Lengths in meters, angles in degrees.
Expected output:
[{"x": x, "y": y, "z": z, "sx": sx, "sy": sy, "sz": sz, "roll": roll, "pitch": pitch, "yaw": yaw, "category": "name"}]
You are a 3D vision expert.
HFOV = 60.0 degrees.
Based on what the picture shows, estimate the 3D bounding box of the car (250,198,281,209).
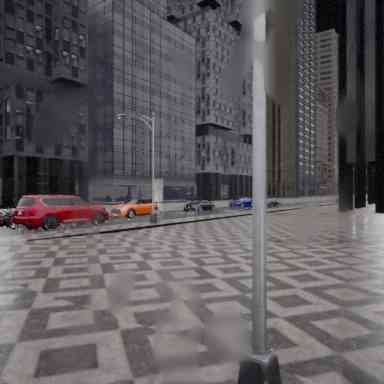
[{"x": 10.305, "y": 1.493, "z": 44.938, "sx": 2.033, "sy": 1.411, "sz": 5.357, "roll": 0, "pitch": 0, "yaw": 36, "category": "car"}]

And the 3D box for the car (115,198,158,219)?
[{"x": -5.033, "y": 1.327, "z": 29.389, "sx": 2.097, "sy": 1.767, "sz": 4.553, "roll": 0, "pitch": 0, "yaw": 36, "category": "car"}]

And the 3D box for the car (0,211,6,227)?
[{"x": -10.523, "y": 1.466, "z": 21.886, "sx": 1.882, "sy": 1.535, "sz": 5.008, "roll": 0, "pitch": 0, "yaw": 36, "category": "car"}]

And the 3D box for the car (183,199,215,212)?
[{"x": 0.867, "y": 1.526, "z": 37.449, "sx": 1.994, "sy": 1.385, "sz": 4.181, "roll": 0, "pitch": 0, "yaw": 36, "category": "car"}]

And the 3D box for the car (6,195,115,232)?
[{"x": -7.753, "y": 1.208, "z": 20.255, "sx": 2.150, "sy": 2.045, "sz": 5.566, "roll": 0, "pitch": 0, "yaw": 36, "category": "car"}]

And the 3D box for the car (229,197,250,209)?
[{"x": 6.886, "y": 1.427, "z": 45.598, "sx": 1.882, "sy": 1.535, "sz": 5.008, "roll": 0, "pitch": 0, "yaw": 38, "category": "car"}]
